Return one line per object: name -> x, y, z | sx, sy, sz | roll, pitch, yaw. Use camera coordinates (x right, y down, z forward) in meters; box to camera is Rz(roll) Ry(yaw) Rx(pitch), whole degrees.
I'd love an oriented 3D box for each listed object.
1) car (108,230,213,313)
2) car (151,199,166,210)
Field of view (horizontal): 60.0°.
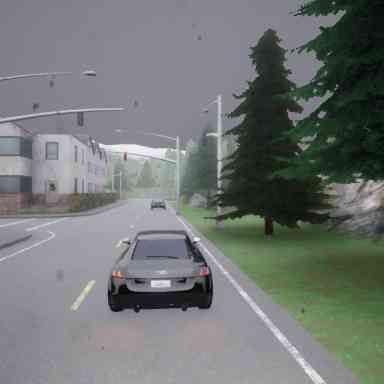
car -> -0.703, 1.564, 7.782 | 1.994, 1.385, 4.181 | 0, 0, -5
car -> -4.476, 1.601, 43.916 | 1.895, 1.301, 4.718 | 0, 0, -6
